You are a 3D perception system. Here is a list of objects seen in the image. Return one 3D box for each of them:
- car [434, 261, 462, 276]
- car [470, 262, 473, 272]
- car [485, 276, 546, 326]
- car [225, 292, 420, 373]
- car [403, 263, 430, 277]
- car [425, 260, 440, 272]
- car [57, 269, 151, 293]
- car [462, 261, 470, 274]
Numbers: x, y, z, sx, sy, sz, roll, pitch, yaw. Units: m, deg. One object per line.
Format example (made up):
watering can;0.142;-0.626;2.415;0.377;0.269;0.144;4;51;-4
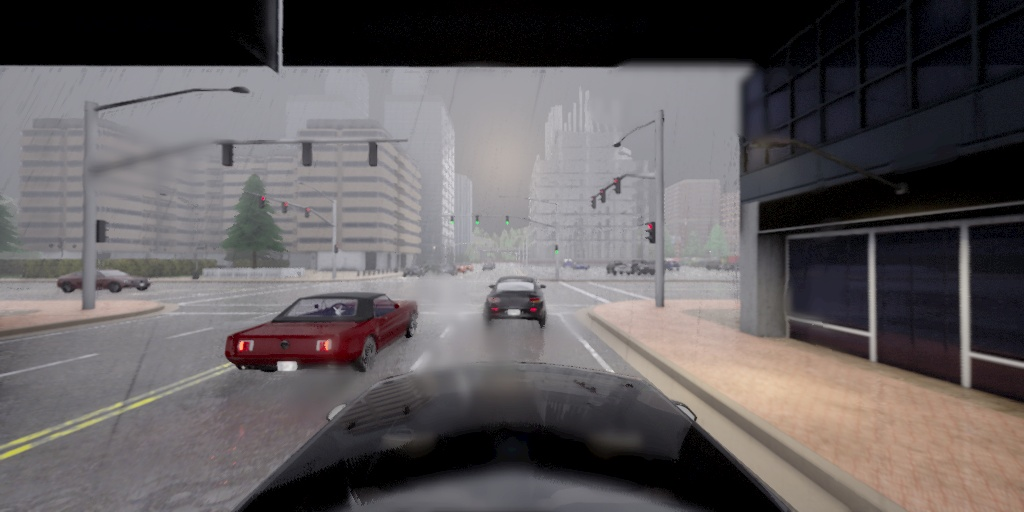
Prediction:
car;-8.085;1.780;45.613;2.128;1.511;4.902;0;-1;0
car;-8.187;1.873;64.526;2.097;1.767;4.553;0;-1;0
car;0.175;1.403;12.114;1.812;1.442;4.674;0;-1;3
car;-3.431;1.425;7.714;1.895;1.301;4.718;0;-1;0
car;-11.562;1.819;42.818;1.994;1.385;4.181;0;-1;0
car;-11.632;1.591;52.179;2.150;2.045;5.566;0;-1;0
car;-25.563;1.531;22.510;4.674;1.442;1.812;0;-1;0
car;-8.147;1.750;54.526;2.097;1.767;4.553;0;-1;0
